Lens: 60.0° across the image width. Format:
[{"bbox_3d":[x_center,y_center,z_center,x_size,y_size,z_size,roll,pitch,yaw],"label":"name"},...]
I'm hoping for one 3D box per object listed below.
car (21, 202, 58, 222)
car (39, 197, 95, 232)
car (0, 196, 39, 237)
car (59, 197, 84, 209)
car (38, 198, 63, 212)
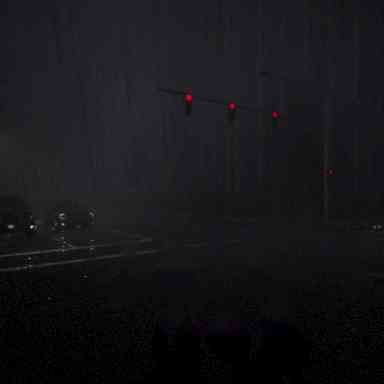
[{"bbox_3d":[-12.549,1.544,27.234,1.994,1.385,4.181,0,0,-35],"label":"car"},{"bbox_3d":[-7.528,1.337,20.207,2.097,1.767,4.553,0,0,-36],"label":"car"},{"bbox_3d":[-9.895,1.231,17.492,2.150,2.045,5.566,0,0,-36],"label":"car"},{"bbox_3d":[-16.304,1.427,44.832,1.837,1.490,4.892,0,0,-37],"label":"car"},{"bbox_3d":[-16.931,1.474,39.643,1.812,1.442,4.674,0,0,-36],"label":"car"}]
